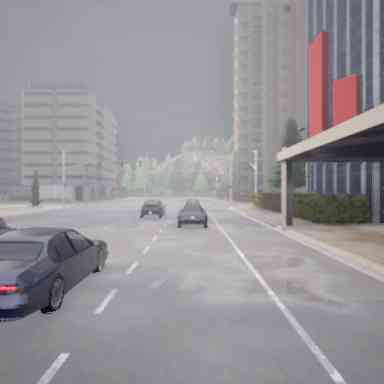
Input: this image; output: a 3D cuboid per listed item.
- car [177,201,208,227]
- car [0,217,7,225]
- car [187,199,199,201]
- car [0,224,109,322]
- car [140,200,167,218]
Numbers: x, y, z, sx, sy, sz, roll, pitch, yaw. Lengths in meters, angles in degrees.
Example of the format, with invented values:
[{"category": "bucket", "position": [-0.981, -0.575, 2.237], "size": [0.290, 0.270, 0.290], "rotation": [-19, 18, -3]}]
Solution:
[{"category": "car", "position": [0.048, 1.519, 22.377], "size": [1.994, 1.385, 4.181], "rotation": [0, 0, 0]}, {"category": "car", "position": [-7.013, 1.543, 10.142], "size": [1.994, 1.385, 4.181], "rotation": [0, 0, 1]}, {"category": "car", "position": [0.081, 1.469, 38.631], "size": [2.033, 1.411, 5.357], "rotation": [0, 0, 0]}, {"category": "car", "position": [-3.400, 1.532, 7.539], "size": [2.033, 1.411, 5.357], "rotation": [0, 0, 0]}, {"category": "car", "position": [-3.415, 1.445, 29.686], "size": [1.837, 1.490, 4.892], "rotation": [0, 0, 0]}]
